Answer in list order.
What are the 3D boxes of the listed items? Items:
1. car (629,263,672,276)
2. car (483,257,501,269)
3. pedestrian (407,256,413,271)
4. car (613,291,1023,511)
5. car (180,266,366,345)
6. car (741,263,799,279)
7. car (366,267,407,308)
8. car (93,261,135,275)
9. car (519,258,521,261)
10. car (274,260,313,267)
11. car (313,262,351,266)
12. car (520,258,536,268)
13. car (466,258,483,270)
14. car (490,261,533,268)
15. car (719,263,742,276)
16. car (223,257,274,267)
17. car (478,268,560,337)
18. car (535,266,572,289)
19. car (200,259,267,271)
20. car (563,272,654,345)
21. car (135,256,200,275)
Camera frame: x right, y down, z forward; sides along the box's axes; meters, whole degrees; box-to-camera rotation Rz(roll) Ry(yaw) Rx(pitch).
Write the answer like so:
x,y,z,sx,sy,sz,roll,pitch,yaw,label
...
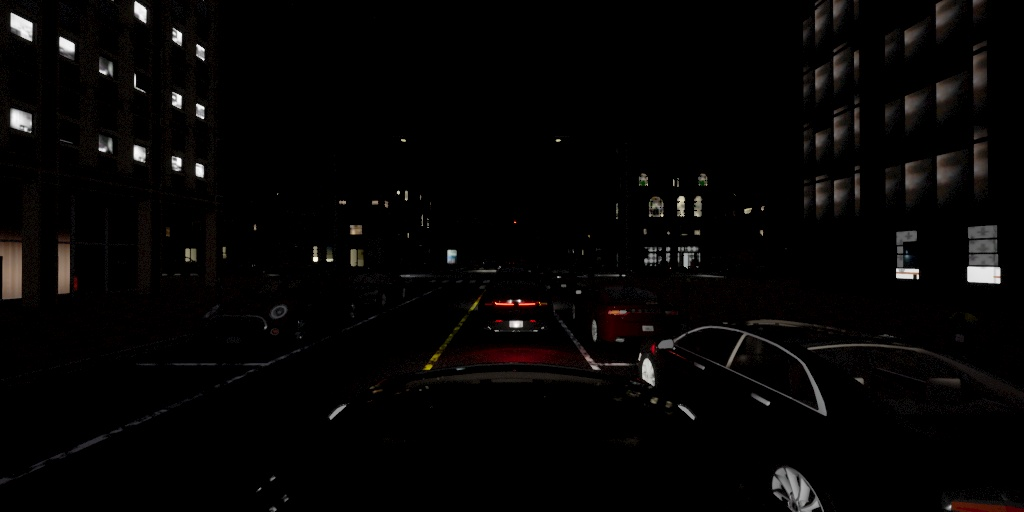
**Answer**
x,y,z,sx,sy,sz,roll,pitch,yaw,label
14.759,1.403,38.286,4.181,1.385,1.994,0,0,1,car
-3.157,1.234,53.760,1.882,1.535,5.008,0,0,1,car
-12.612,0.885,44.208,0.375,1.860,0.375,0,-1,1,pedestrian
2.688,1.301,3.617,2.007,1.370,4.403,0,0,0,car
-5.700,1.190,9.313,1.967,1.591,4.097,0,0,0,car
23.599,1.433,32.335,4.207,1.307,1.802,0,0,1,car
-5.709,1.302,15.006,2.007,1.370,4.403,0,0,0,car
-36.533,1.130,33.210,4.403,1.370,2.007,0,0,1,car
2.602,1.340,64.125,1.802,1.307,4.207,0,0,0,car
-25.510,1.197,41.438,4.829,1.417,1.751,0,0,1,car
-16.617,1.279,35.525,4.718,1.301,1.895,0,0,1,car
2.618,1.322,53.083,1.948,1.339,4.313,0,0,0,car
-5.763,1.338,53.084,1.802,1.307,4.207,0,0,0,car
0.069,1.230,20.512,1.882,1.535,5.008,0,0,2,car
24.574,1.413,38.153,4.674,1.442,1.812,0,0,1,car
-26.906,0.986,35.672,4.553,1.767,2.097,0,0,1,car
0.089,1.256,10.323,1.837,1.490,4.892,0,0,0,car
2.664,1.302,20.692,2.007,1.370,4.403,0,0,0,car
-25.459,1.177,33.056,4.403,1.370,2.007,0,0,1,car
2.680,1.296,9.308,1.888,1.381,4.507,0,0,0,car
-30.996,0.917,33.133,5.009,1.841,2.192,0,0,1,car
